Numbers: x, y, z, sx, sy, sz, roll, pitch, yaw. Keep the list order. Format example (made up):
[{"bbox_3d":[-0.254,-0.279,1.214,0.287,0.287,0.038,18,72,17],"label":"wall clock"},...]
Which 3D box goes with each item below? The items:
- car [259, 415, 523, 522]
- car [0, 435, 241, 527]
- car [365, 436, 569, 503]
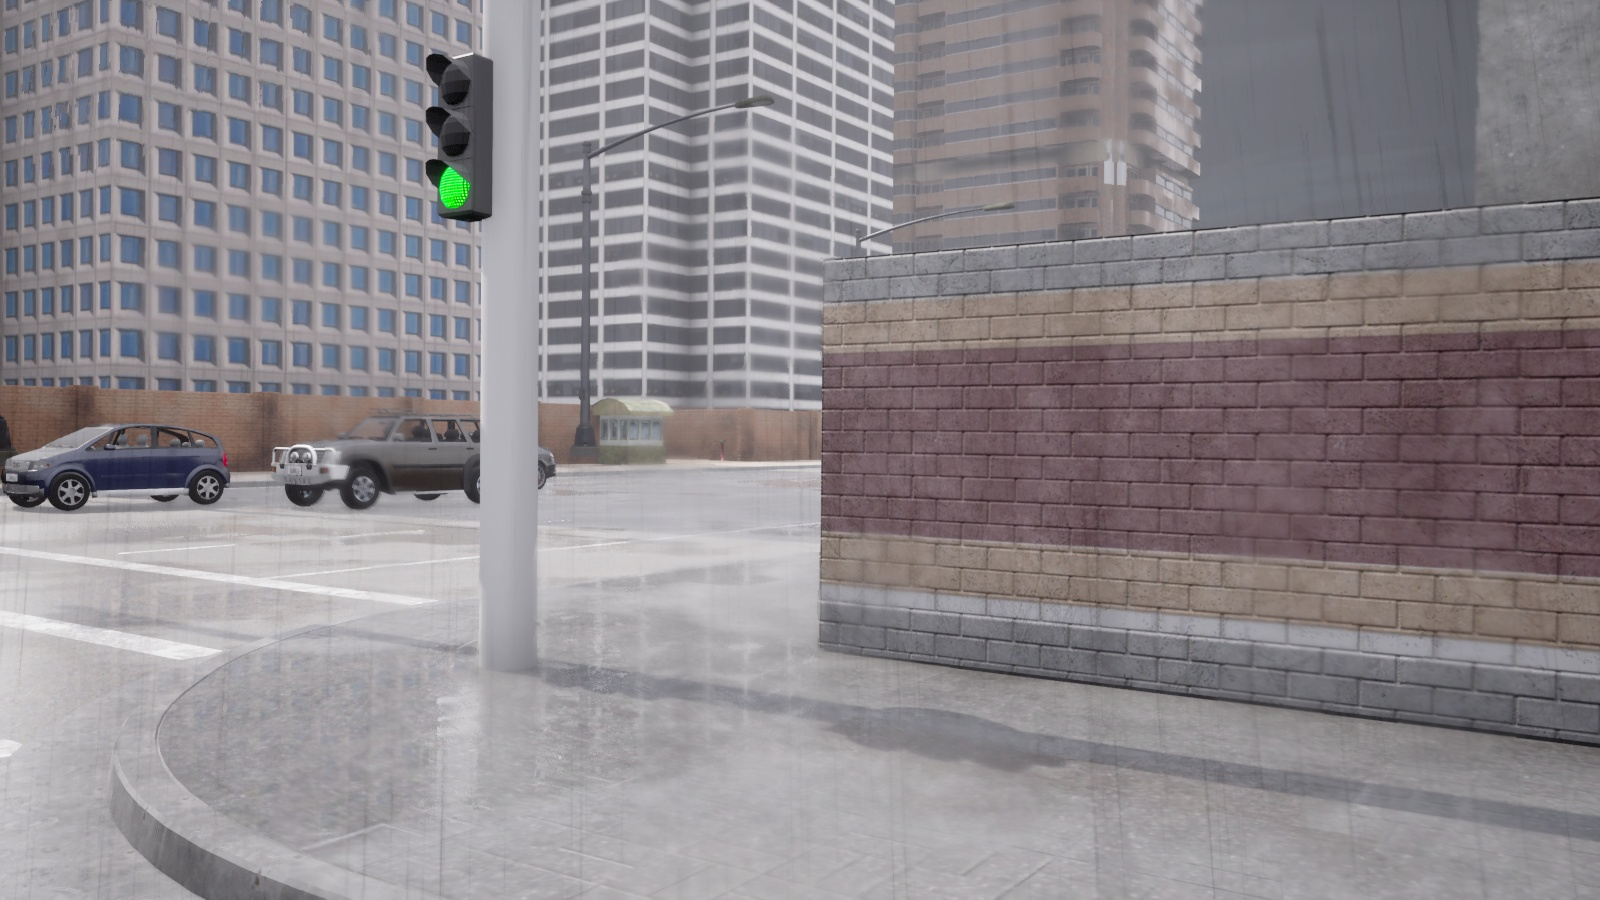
[{"bbox_3d":[-7.761,0.287,24.273,1.932,1.855,4.605,0,1,34],"label":"car"},{"bbox_3d":[-12.628,0.506,23.310,1.789,1.549,3.705,0,1,34],"label":"car"},{"bbox_3d":[-7.915,0.415,30.289,1.812,1.442,4.674,0,1,34],"label":"car"}]
